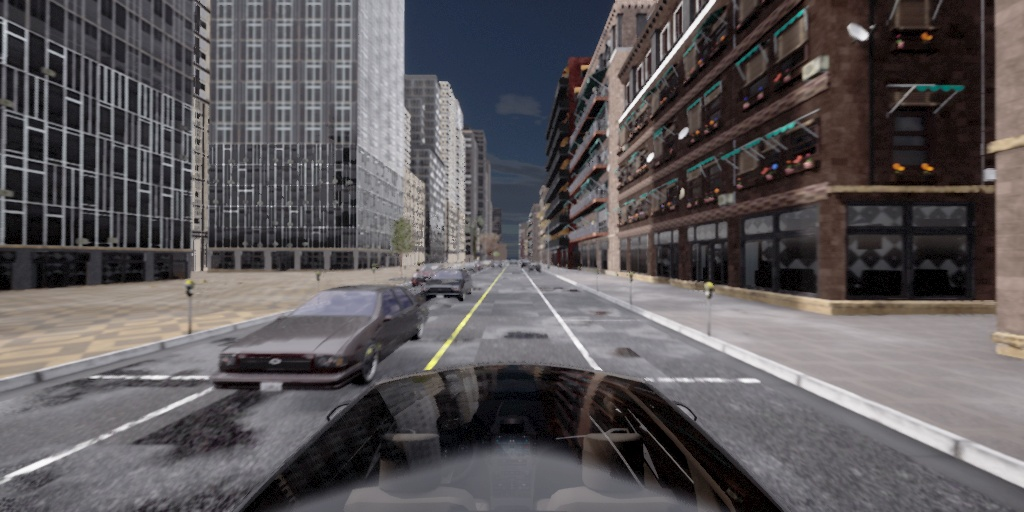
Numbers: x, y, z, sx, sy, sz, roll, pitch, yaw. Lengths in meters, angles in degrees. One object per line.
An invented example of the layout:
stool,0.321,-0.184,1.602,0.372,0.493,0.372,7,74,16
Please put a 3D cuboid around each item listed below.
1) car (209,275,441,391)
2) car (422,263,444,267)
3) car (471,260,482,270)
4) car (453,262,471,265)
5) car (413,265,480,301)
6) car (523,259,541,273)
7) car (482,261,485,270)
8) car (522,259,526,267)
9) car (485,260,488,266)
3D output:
car,-3.082,1.306,7.285,2.033,1.411,5.357,0,0,0
car,-5.598,1.256,24.992,1.967,1.591,4.097,0,0,0
car,-5.498,1.457,47.122,2.007,1.370,4.403,0,0,0
car,-5.548,1.386,35.887,1.751,1.417,4.829,0,0,0
car,-3.030,1.345,17.838,2.033,1.411,5.357,0,0,0
car,2.883,1.487,47.084,2.007,1.370,4.403,0,0,0
car,-5.473,1.370,52.655,1.967,1.591,4.097,0,0,0
car,2.908,1.511,52.617,2.007,1.370,4.403,0,0,0
car,-5.448,1.505,58.187,2.007,1.370,4.403,0,0,0
